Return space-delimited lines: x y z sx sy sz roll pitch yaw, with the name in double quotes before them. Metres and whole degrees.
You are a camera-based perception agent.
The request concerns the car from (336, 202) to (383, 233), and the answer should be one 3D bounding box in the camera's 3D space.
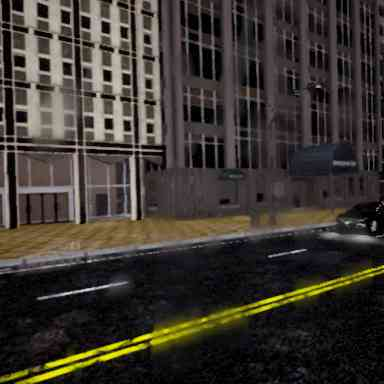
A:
"car" 10.036 1.346 18.661 4.892 1.490 1.837 0 0 -35
